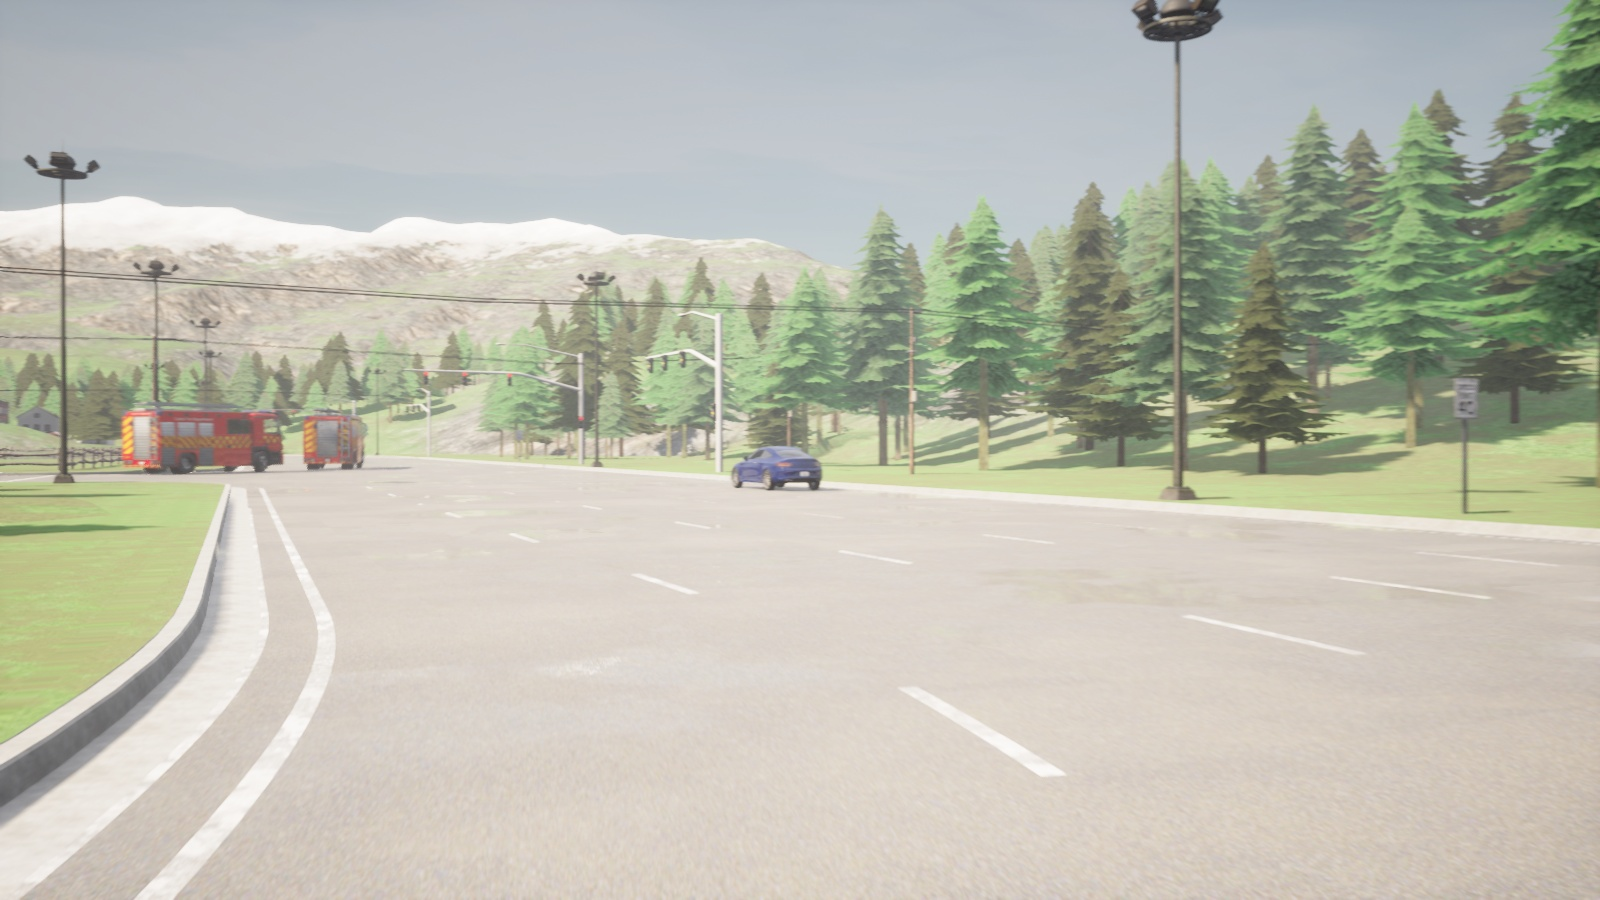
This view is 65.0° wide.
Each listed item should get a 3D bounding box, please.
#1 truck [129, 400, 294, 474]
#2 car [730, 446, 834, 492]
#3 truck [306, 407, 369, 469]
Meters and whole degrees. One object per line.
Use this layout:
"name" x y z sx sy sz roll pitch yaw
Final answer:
"truck" -32.464 -0.684 69.706 2.891 3.827 8.468 0 0 24
"car" -0.683 0.598 42.037 1.812 1.442 4.674 0 0 -24
"truck" -29.876 -0.735 81.420 2.891 3.827 8.468 0 0 -14
